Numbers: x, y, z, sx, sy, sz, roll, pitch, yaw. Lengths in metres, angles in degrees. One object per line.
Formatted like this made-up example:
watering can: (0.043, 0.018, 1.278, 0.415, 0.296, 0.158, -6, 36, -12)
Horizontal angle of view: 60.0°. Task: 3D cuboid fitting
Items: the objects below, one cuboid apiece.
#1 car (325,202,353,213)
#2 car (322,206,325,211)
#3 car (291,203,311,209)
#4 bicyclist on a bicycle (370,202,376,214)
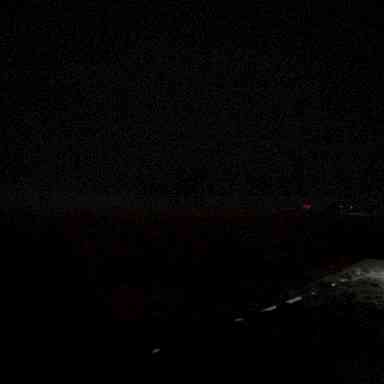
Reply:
car: (23.451, 2.343, 52.528, 2.097, 1.767, 4.553, 2, -1, -1)
car: (26.005, 2.891, 61.308, 1.895, 1.301, 4.718, 2, -1, -9)
car: (23.532, 3.079, 72.188, 1.895, 1.301, 4.718, 3, -2, -20)
bicyclist on a bicycle: (27.404, 2.469, 50.395, 0.659, 1.776, 1.843, 2, -1, 2)
